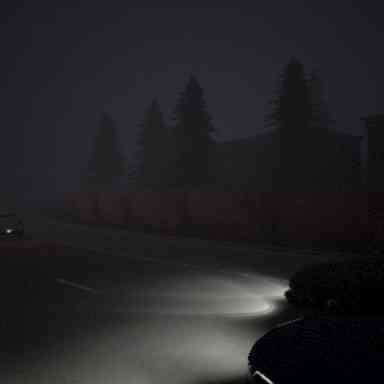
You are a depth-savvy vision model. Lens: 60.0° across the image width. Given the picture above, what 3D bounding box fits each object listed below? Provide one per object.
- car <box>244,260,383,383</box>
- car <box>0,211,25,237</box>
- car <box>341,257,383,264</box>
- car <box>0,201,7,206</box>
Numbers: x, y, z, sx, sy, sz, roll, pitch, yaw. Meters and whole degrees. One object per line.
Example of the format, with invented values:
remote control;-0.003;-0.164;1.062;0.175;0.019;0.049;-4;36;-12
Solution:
car;2.601;1.522;2.167;4.674;1.442;1.812;-1;-1;36
car;-10.916;1.789;18.771;1.812;1.442;4.674;0;-1;-43
car;4.300;1.556;5.249;5.357;1.411;2.033;-1;-1;36
car;-40.683;2.470;69.667;1.895;1.301;4.718;0;-1;-5
